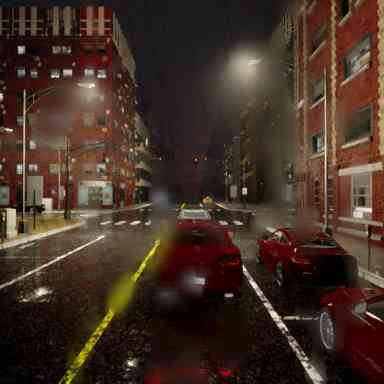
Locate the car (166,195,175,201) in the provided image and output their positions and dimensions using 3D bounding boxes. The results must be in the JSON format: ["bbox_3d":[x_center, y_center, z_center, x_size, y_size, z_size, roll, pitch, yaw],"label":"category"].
[{"bbox_3d":[-5.607,1.582,86.429,2.008,1.369,4.403,1,0,0],"label":"car"}]

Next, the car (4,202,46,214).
[{"bbox_3d":[-18.680,1.730,37.269,4.313,1.339,1.947,0,-1,0],"label":"car"}]

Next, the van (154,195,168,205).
[{"bbox_3d":[-5.627,1.359,58.168,1.690,1.788,3.998,1,0,0],"label":"van"}]

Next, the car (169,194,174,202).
[{"bbox_3d":[-5.617,1.607,75.125,1.802,1.307,4.206,1,0,0],"label":"car"}]

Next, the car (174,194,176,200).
[{"bbox_3d":[-5.611,1.553,80.607,1.752,1.417,4.829,1,0,0],"label":"car"}]

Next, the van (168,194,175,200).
[{"bbox_3d":[-5.599,1.375,92.082,1.690,1.788,3.998,1,0,0],"label":"van"}]

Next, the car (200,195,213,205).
[{"bbox_3d":[2.750,1.543,58.292,1.752,1.417,4.829,1,0,0],"label":"car"}]

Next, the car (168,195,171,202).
[{"bbox_3d":[-5.626,1.602,63.820,1.802,1.307,4.206,1,0,0],"label":"car"}]

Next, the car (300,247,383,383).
[{"bbox_3d":[2.670,1.583,3.213,1.802,1.307,4.206,1,0,0],"label":"car"}]

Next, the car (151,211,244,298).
[{"bbox_3d":[0.105,1.480,8.549,1.882,1.535,5.008,0,0,0],"label":"car"}]

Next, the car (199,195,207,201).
[{"bbox_3d":[2.773,1.597,86.383,1.947,1.339,4.313,1,0,0],"label":"car"}]

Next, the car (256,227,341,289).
[{"bbox_3d":[2.845,1.584,8.869,1.802,1.307,4.206,1,0,0],"label":"car"}]

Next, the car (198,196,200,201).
[{"bbox_3d":[2.769,1.572,80.732,1.887,1.381,4.507,1,0,0],"label":"car"}]
